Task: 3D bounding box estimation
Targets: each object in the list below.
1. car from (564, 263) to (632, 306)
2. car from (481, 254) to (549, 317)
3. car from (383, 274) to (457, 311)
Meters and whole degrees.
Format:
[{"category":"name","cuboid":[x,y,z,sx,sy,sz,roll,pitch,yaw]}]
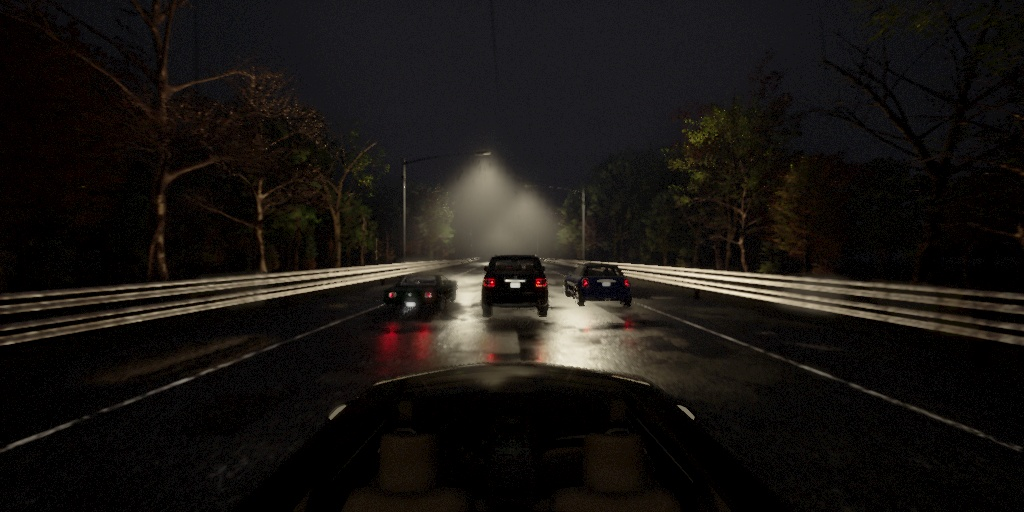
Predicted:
[{"category":"car","cuboid":[3.593,1.093,15.760,2.097,1.767,4.553,0,0,0]},{"category":"car","cuboid":[0.096,0.965,13.337,2.150,2.045,5.566,0,0,0]},{"category":"car","cuboid":[-3.404,1.343,14.297,1.895,1.301,4.718,0,0,0]}]
